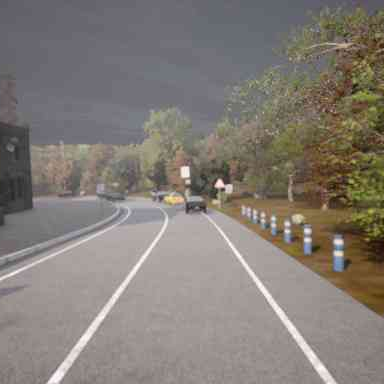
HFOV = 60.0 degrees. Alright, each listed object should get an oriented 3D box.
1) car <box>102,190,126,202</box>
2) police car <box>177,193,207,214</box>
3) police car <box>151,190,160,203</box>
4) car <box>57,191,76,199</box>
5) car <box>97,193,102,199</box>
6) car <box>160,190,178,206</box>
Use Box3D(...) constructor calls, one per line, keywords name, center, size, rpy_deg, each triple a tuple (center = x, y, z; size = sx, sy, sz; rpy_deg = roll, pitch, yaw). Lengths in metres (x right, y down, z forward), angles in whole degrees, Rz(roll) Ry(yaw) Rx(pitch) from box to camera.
Box3D(name="car", center=(-12.150, 0.806, 52.606), size=(2.033, 1.411, 5.357), rpy_deg=(-4, 2, -29))
Box3D(name="police car", center=(0.104, 1.056, 31.000), size=(1.930, 1.638, 5.238), rpy_deg=(-1, 2, -8))
Box3D(name="police car", center=(-4.377, 0.587, 47.065), size=(1.930, 1.638, 5.238), rpy_deg=(-3, 2, -23))
Box3D(name="car", center=(-28.213, 0.548, 74.664), size=(5.008, 1.535, 1.882), rpy_deg=(-2, 4, 33))
Box3D(name="car", center=(-16.569, 0.341, 64.462), size=(2.097, 1.767, 4.553), rpy_deg=(-6, 4, -43))
Box3D(name="car", center=(-2.235, 0.775, 41.257), size=(1.801, 1.575, 5.366), rpy_deg=(-2, 2, -17))
